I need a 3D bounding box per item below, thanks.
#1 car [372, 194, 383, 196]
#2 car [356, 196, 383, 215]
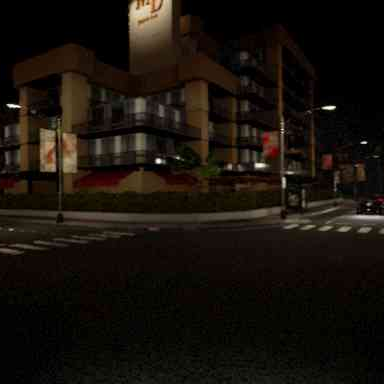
[{"bbox_3d":[20.979,1.043,37.380,2.097,1.767,4.553,-1,0,34],"label":"car"},{"bbox_3d":[16.355,1.321,30.402,1.994,1.385,4.181,-1,0,34],"label":"car"}]
